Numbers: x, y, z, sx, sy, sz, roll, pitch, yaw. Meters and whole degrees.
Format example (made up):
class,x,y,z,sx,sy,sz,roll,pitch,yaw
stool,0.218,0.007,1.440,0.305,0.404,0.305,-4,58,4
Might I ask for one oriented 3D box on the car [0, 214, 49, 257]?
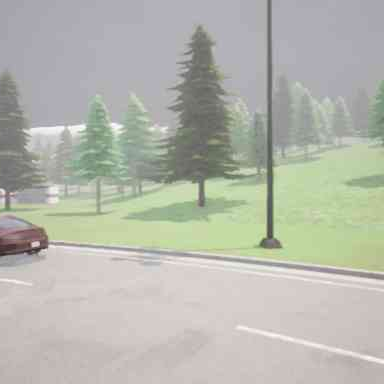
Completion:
class,x,y,z,sx,sy,sz,roll,pitch,yaw
car,-7.036,1.476,11.282,4.674,1.442,1.812,0,0,22
